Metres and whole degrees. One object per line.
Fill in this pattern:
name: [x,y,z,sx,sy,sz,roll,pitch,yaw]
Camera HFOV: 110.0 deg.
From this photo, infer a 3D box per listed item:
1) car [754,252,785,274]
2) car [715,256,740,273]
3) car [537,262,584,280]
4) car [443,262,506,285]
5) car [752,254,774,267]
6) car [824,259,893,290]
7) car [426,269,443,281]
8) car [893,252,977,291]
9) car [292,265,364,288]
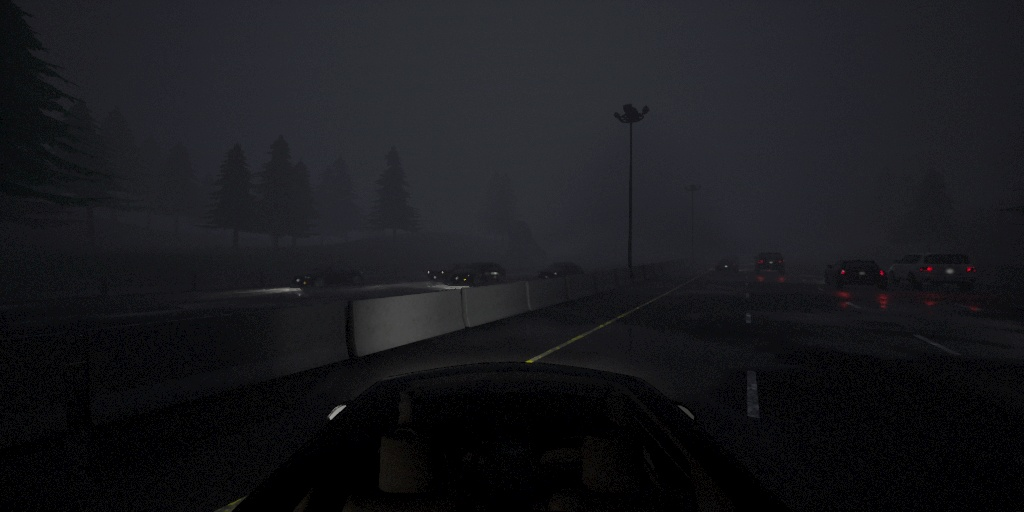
car: [24.717,0.628,34.452,2.150,2.045,5.566,0,1,33]
car: [22.168,0.956,36.955,1.994,1.385,4.181,0,1,33]
car: [3.967,1.173,28.557,2.033,1.411,5.357,0,1,33]
car: [-2.290,1.182,25.378,1.837,1.490,4.892,0,1,33]
car: [32.865,0.583,46.971,2.128,1.511,4.902,0,1,32]
car: [20.544,0.954,21.616,2.097,1.767,4.553,0,1,33]
car: [-4.499,1.266,28.401,1.895,1.301,4.718,0,1,33]
car: [24.258,0.810,20.907,2.150,2.045,5.566,0,1,33]
car: [-11.908,1.278,23.435,1.994,1.385,4.181,0,0,33]
